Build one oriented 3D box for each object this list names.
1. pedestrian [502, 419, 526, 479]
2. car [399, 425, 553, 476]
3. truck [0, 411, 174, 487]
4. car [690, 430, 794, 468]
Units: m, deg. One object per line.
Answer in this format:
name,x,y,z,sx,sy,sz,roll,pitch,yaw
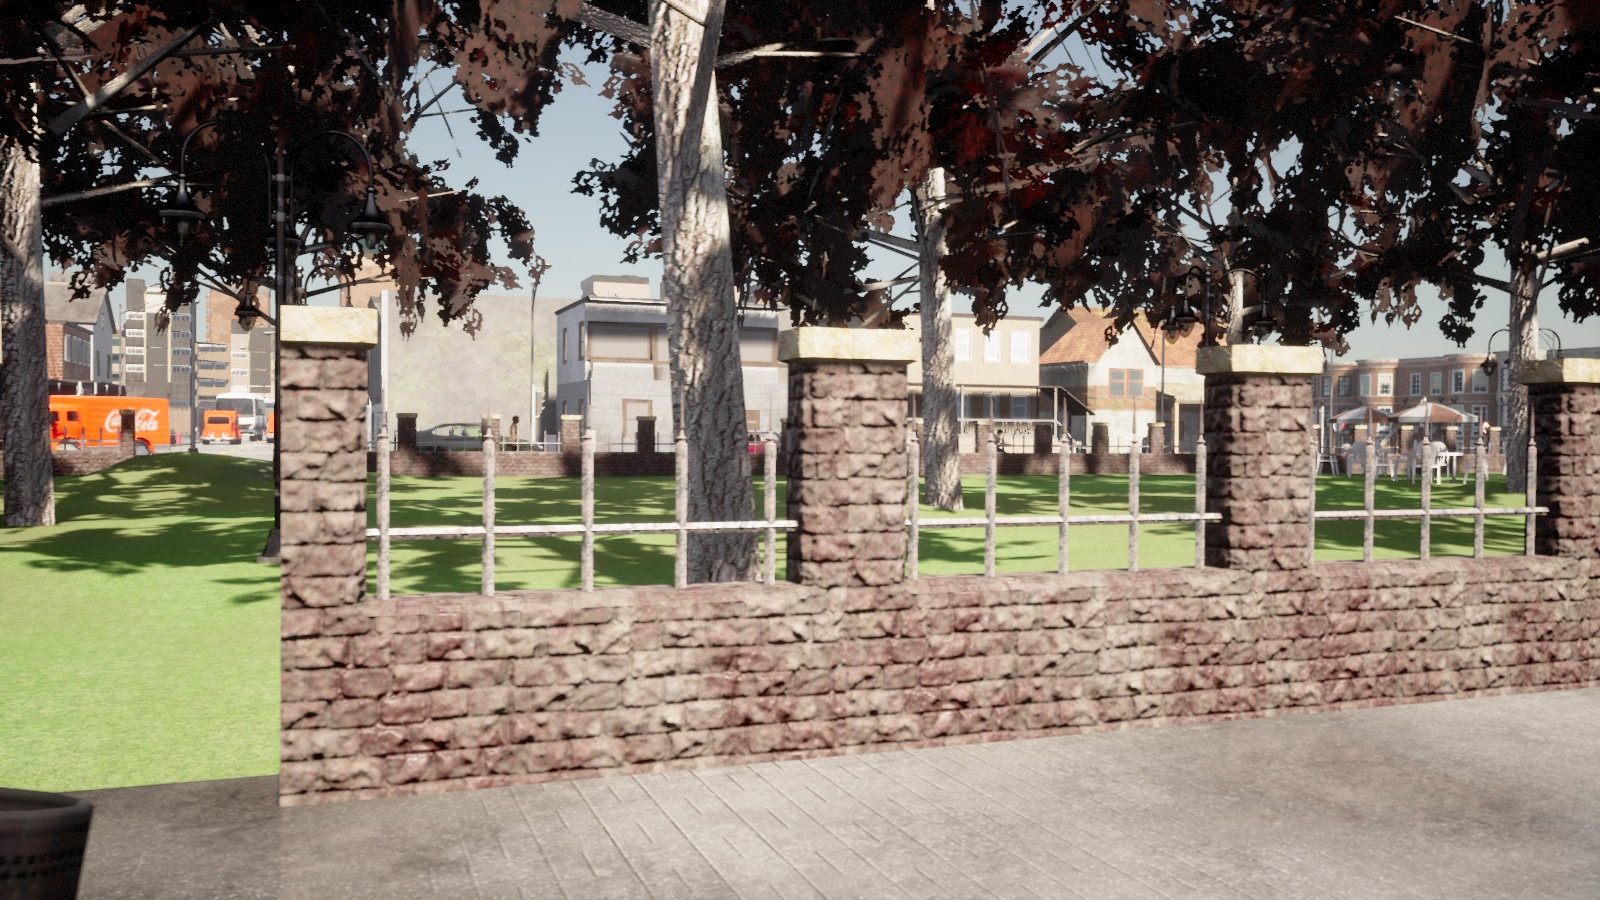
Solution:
pedestrian,-8.849,-0.038,38.852,0.634,1.846,0.331,-1,1,-21
car,-11.264,-0.019,43.596,5.027,1.651,2.152,-1,1,-19
truck,-25.306,-0.138,44.393,2.627,2.467,5.204,1,2,23
car,-2.368,-0.070,51.331,3.806,1.475,1.970,-1,1,-21
